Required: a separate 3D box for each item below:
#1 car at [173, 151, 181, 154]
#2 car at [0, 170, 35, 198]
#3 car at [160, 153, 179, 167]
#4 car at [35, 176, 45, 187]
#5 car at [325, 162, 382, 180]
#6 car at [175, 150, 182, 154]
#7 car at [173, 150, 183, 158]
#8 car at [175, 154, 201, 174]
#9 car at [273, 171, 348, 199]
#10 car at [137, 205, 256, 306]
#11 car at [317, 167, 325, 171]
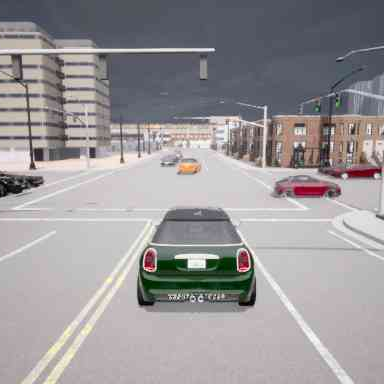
[{"bbox_3d":[-3.455,-5.923,58.195,1.882,1.535,5.008,0,9,0],"label":"car"},{"bbox_3d":[-13.827,-0.750,21.819,5.566,2.045,2.150,0,8,0],"label":"car"},{"bbox_3d":[-3.508,-4.516,48.858,2.128,1.511,4.902,0,8,1],"label":"car"},{"bbox_3d":[-13.897,-0.901,25.406,4.718,1.301,1.895,0,9,-1],"label":"car"},{"bbox_3d":[16.051,-2.062,32.280,5.008,1.535,1.882,0,8,0],"label":"car"},{"bbox_3d":[-3.366,-7.262,67.490,1.812,1.442,4.674,0,8,1],"label":"car"},{"bbox_3d":[-3.334,-8.934,77.540,2.097,1.767,4.553,0,8,0],"label":"car"},{"bbox_3d":[-0.254,-3.171,38.899,2.097,1.767,4.553,1,9,9],"label":"car"},{"bbox_3d":[7.469,-0.401,21.758,4.181,1.385,1.994,0,8,0],"label":"car"},{"bbox_3d":[0.092,1.075,7.660,2.097,1.767,4.553,0,4,0],"label":"car"},{"bbox_3d":[16.397,-2.510,35.758,5.357,1.411,2.033,0,8,0],"label":"car"}]
